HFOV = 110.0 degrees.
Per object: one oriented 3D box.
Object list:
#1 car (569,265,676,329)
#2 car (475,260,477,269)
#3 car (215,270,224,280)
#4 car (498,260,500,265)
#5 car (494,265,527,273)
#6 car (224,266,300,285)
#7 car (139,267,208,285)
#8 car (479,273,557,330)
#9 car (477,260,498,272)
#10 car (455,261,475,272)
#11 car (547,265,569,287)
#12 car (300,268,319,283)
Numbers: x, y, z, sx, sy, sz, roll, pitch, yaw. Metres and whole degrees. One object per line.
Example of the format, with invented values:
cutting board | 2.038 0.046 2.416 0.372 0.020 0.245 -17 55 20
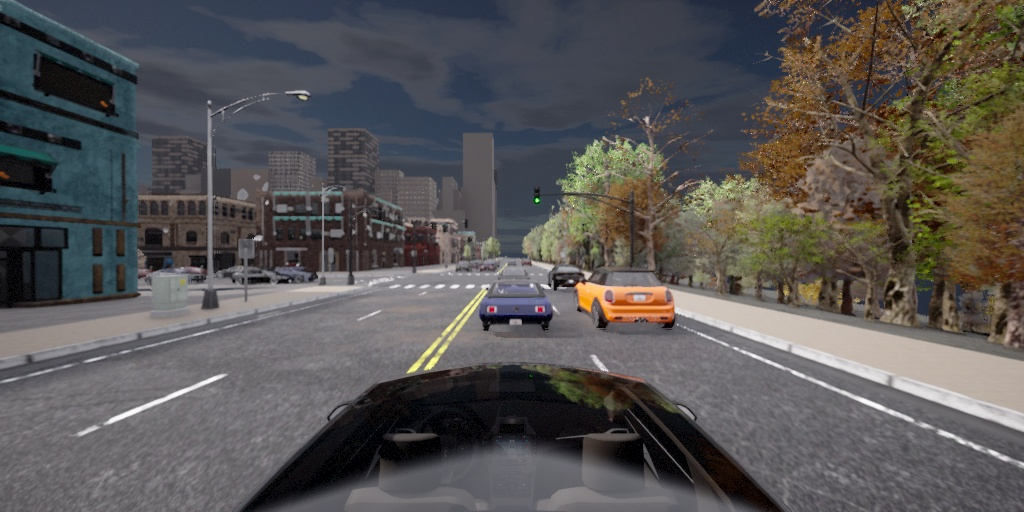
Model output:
car | 3.348 1.134 11.533 2.097 1.767 4.553 0 0 0
car | -6.573 1.498 59.320 1.994 1.385 4.181 0 0 0
car | -28.277 1.680 37.232 4.403 1.370 2.007 0 0 0
car | -3.323 1.480 58.707 2.033 1.411 5.357 0 0 0
car | 0.103 1.419 22.316 1.895 1.301 4.718 0 0 0
car | -19.945 1.656 28.719 4.313 1.339 1.948 0 0 0
car | -29.369 1.744 31.435 4.181 1.385 1.994 -1 0 -1
car | 0.102 1.383 11.253 1.895 1.301 4.718 0 0 0
car | -3.334 1.468 49.439 1.994 1.385 4.181 0 0 0
car | -6.586 1.409 49.348 1.837 1.490 4.892 0 0 0
car | 3.357 1.298 22.821 1.882 1.535 5.008 0 0 0
car | -19.325 1.629 31.429 4.181 1.385 1.994 -1 0 0
